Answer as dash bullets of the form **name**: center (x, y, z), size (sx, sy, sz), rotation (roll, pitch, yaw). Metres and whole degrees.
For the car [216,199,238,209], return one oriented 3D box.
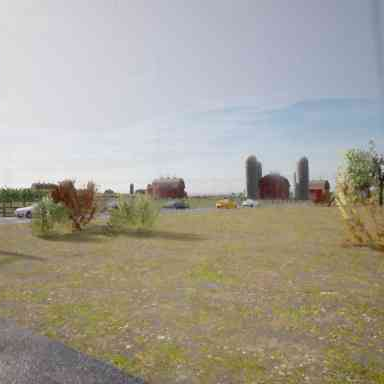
- **car**: center (5.988, 2.020, 56.634), size (1.882, 1.535, 5.008), rotation (-1, -1, 36)

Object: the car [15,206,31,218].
- **car**: center (-15.208, 1.787, 33.287), size (1.812, 1.442, 4.674), rotation (-1, -1, 36)

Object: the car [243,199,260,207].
- **car**: center (11.415, 2.172, 64.255), size (1.812, 1.442, 4.674), rotation (-1, -1, 36)

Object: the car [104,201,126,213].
- **car**: center (-9.318, 1.863, 41.502), size (2.128, 1.511, 4.902), rotation (-1, -1, 36)

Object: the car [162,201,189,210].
- **car**: center (-2.538, 2.046, 50.948), size (2.033, 1.411, 5.357), rotation (-1, -1, 36)
